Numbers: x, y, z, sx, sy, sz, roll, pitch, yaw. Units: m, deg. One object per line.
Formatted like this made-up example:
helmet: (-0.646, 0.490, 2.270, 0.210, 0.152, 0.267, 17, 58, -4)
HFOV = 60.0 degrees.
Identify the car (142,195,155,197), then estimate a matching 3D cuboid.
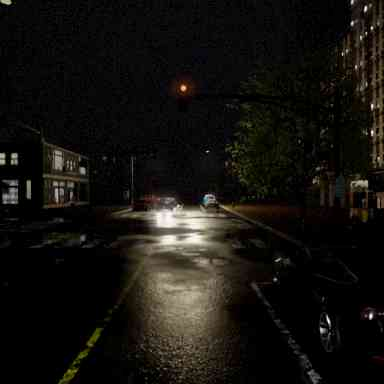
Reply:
car: (-5.743, 1.316, 43.779, 2.192, 1.841, 5.009, 0, 0, 0)

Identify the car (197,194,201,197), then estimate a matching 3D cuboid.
car: (2.600, 1.569, 71.548, 1.947, 1.339, 4.313, 0, 0, 0)

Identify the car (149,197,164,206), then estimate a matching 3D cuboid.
car: (-5.758, 1.552, 54.881, 2.008, 1.369, 4.403, 0, 0, 0)

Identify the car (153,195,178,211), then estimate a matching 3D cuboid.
car: (-3.145, 1.492, 40.006, 2.128, 1.511, 4.902, 0, 0, 0)

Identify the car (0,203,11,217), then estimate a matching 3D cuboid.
car: (-17.304, 1.370, 27.216, 4.507, 1.381, 1.887, 1, -1, -1)

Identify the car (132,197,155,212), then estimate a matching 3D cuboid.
car: (-5.736, 1.583, 38.228, 1.802, 1.307, 4.206, 0, 0, 0)

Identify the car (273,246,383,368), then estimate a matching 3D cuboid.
car: (2.687, 1.566, 5.763, 1.947, 1.339, 4.313, 0, 0, 0)

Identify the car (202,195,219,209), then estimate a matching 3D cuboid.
car: (2.636, 1.526, 43.962, 1.752, 1.417, 4.829, 0, 0, 0)

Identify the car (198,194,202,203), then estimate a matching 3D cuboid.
car: (2.614, 1.553, 60.446, 2.008, 1.369, 4.403, 0, 0, 0)

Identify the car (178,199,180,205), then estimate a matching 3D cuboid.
car: (-3.166, 1.565, 49.136, 1.994, 1.385, 4.181, 0, 0, -1)

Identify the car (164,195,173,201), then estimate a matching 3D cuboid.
car: (-5.795, 1.555, 82.636, 2.008, 1.369, 4.403, 0, 0, 0)

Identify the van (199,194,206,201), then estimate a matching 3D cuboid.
van: (2.587, 1.345, 82.650, 1.690, 1.788, 3.998, 0, 0, 0)

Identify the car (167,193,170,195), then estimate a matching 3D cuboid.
car: (-5.780, 1.528, 71.364, 1.752, 1.417, 4.829, 0, 0, 0)

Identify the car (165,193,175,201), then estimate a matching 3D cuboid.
car: (-5.802, 1.320, 88.187, 2.192, 1.841, 5.009, 0, 0, 0)

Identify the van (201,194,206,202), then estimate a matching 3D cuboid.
van: (2.630, 1.342, 49.344, 1.690, 1.788, 3.998, 0, 0, 0)

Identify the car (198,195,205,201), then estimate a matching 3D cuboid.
car: (2.578, 1.530, 88.371, 1.752, 1.417, 4.829, 0, 0, 0)
